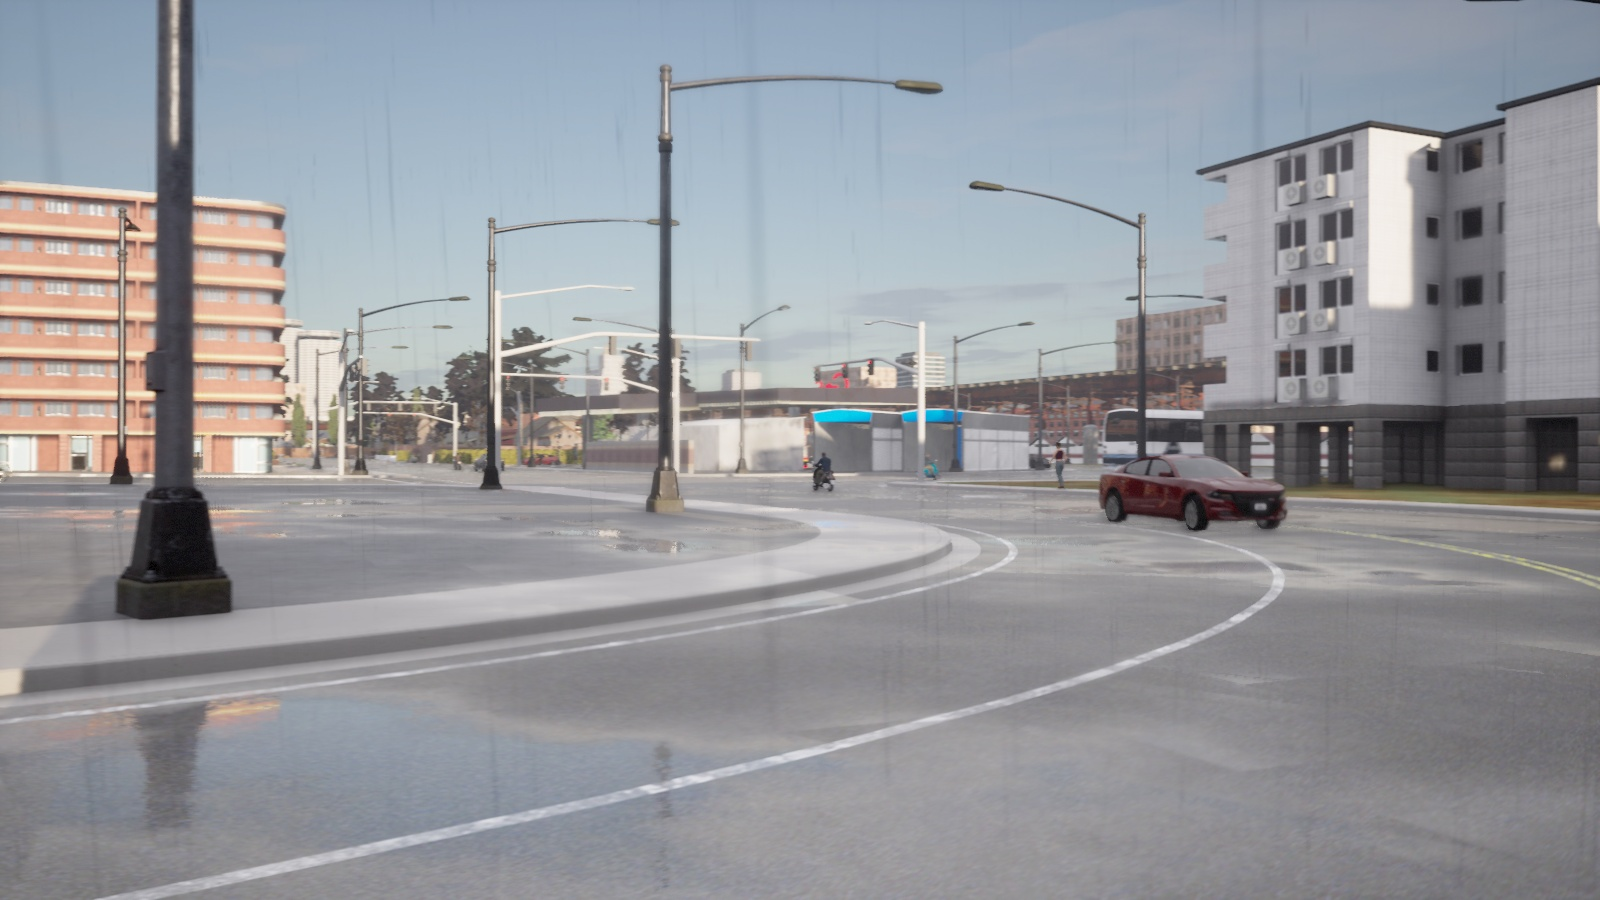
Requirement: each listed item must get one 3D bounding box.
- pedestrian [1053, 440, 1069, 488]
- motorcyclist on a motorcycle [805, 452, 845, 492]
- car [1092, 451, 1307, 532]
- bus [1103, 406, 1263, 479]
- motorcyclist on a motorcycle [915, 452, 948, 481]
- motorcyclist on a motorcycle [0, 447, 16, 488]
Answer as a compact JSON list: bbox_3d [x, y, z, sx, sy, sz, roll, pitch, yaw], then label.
[{"bbox_3d":[10.173,0.544,48.937,0.345,1.836,0.594,0,0,-20],"label":"pedestrian"},{"bbox_3d":[1.007,0.876,50.476,0.866,1.590,1.817,0,0,-26],"label":"motorcyclist on a motorcycle"},{"bbox_3d":[8.186,0.793,26.331,1.882,1.535,5.008,0,0,-15],"label":"car"},{"bbox_3d":[23.843,-0.424,77.817,10.273,4.253,3.944,0,0,-35],"label":"bus"},{"bbox_3d":[7.389,0.929,70.612,1.817,1.590,0.866,0,0,-41],"label":"motorcyclist on a motorcycle"},{"bbox_3d":[-32.963,0.703,50.508,2.350,1.649,0.766,1,-1,-25],"label":"motorcyclist on a motorcycle"}]
